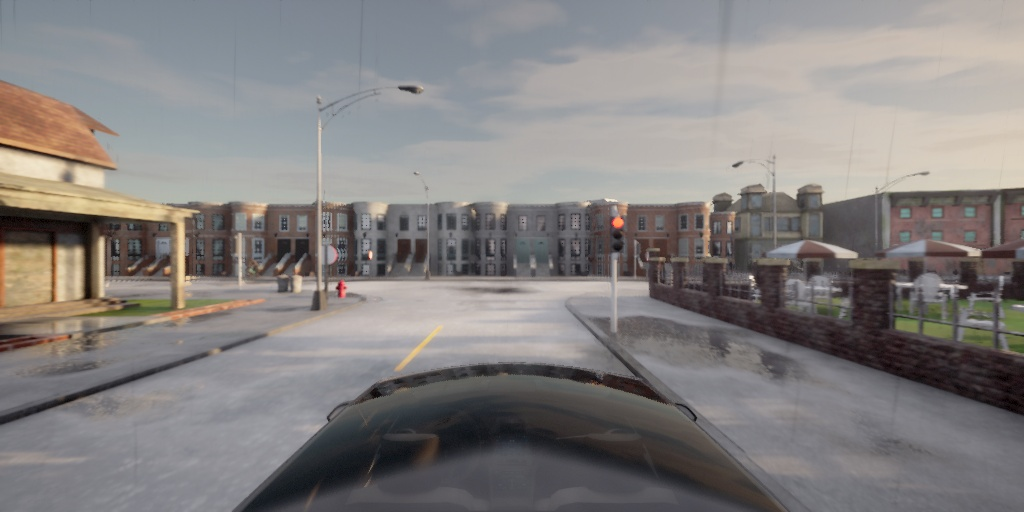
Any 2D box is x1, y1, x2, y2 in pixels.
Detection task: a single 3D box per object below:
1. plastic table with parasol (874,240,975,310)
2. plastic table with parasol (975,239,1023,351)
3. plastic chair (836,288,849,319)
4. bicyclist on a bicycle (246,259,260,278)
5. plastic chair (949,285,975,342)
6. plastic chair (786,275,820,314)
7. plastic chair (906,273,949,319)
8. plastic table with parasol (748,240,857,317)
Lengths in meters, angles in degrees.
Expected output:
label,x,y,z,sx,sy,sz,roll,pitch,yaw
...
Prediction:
label,x,y,z,sx,sy,sz,roll,pitch,yaw
plastic table with parasol,14.173,0.679,12.270,2.482,2.480,2.482,0,0,-40
plastic table with parasol,10.683,0.695,6.600,2.482,2.480,2.482,0,0,-40
plastic chair,10.416,1.321,10.832,0.750,1.272,0.730,0,0,-40
bicyclist on a bicycle,-21.795,1.042,30.204,0.582,1.620,1.656,0,0,0
plastic chair,9.939,1.309,7.631,0.750,1.272,0.730,0,0,-40
plastic chair,8.710,1.321,10.929,0.730,1.272,0.750,0,0,-35
plastic chair,13.200,1.292,11.368,0.730,1.272,0.750,0,0,-35
plastic table with parasol,9.683,0.715,11.831,2.482,2.480,2.482,0,0,-40
